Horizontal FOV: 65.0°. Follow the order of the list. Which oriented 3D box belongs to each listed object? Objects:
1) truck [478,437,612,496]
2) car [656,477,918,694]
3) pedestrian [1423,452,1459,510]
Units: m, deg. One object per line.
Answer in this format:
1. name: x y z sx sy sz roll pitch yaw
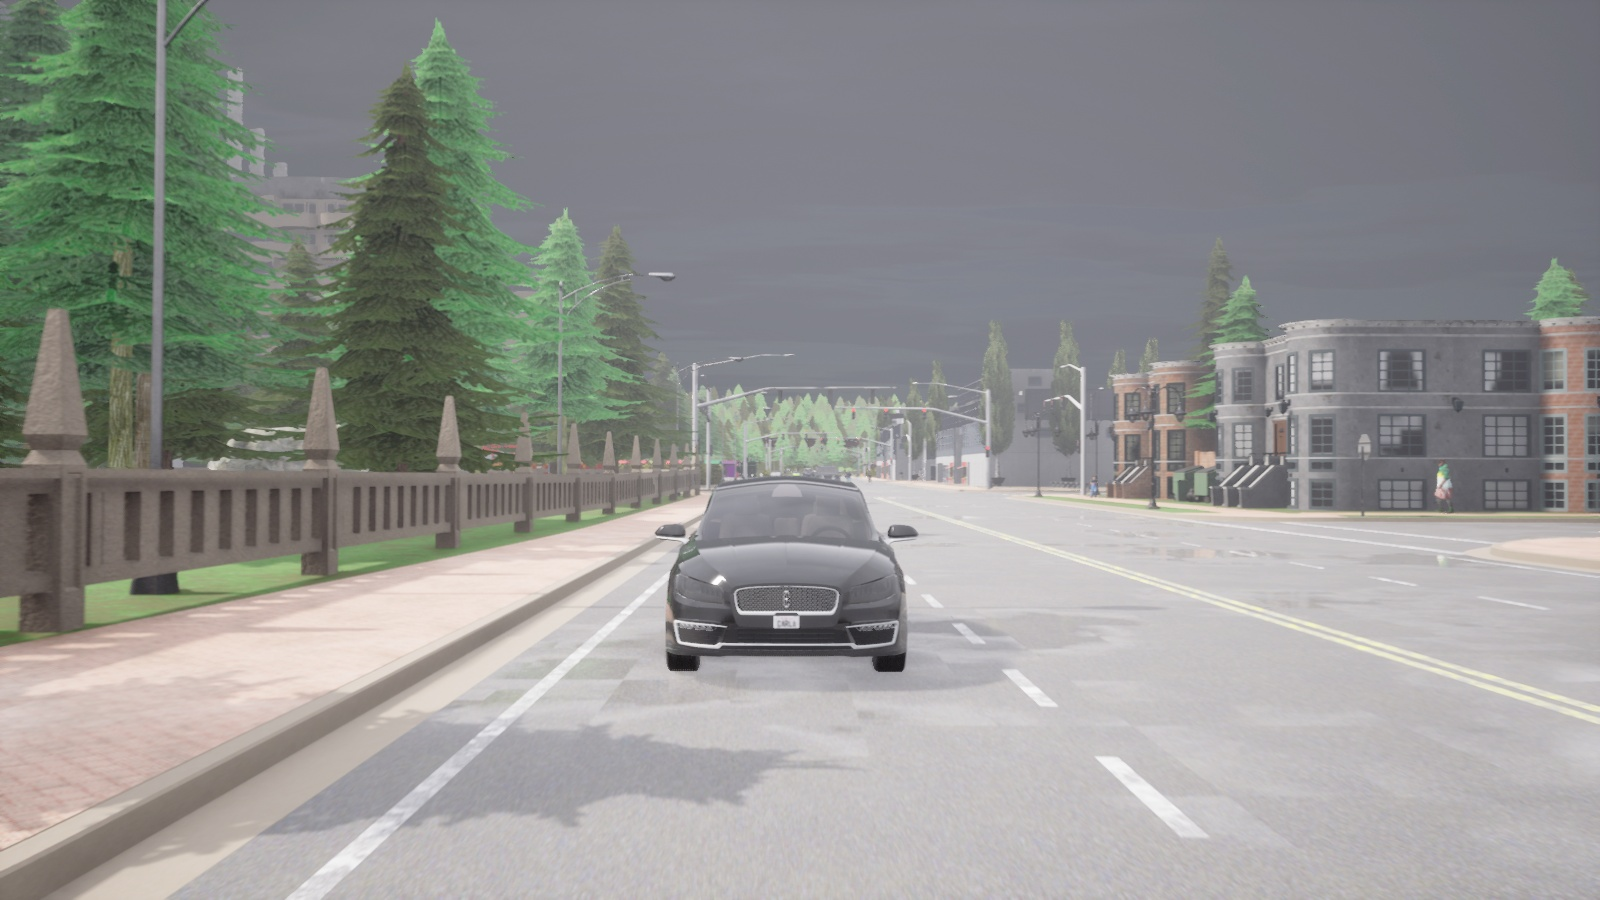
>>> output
1. truck: -17.042 1.105 84.355 8.468 3.827 2.891 0 -1 -1
2. car: -0.116 1.005 11.267 1.837 1.490 4.892 0 -1 -1
3. pedestrian: 21.834 1.053 42.776 0.873 1.952 0.659 0 -1 6
